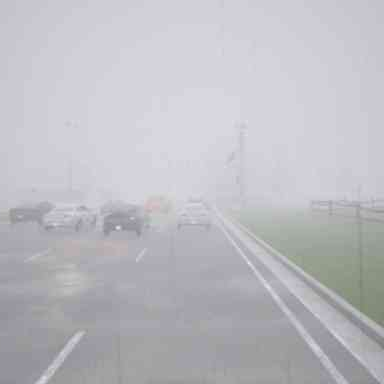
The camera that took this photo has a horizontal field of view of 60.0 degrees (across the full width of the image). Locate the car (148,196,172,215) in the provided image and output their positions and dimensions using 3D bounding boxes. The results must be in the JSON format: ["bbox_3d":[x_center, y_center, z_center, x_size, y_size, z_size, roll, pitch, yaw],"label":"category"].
[{"bbox_3d":[-3.150,1.125,31.517,2.097,1.767,4.553,0,0,3],"label":"car"}]

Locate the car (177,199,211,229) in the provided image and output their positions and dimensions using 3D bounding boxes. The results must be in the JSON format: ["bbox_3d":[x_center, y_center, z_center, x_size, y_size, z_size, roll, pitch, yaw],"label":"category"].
[{"bbox_3d":[0.096,1.381,20.078,1.812,1.442,4.674,0,0,0],"label":"car"}]

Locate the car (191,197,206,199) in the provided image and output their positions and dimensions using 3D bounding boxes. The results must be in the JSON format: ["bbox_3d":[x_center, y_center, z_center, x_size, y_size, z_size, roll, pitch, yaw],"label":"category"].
[{"bbox_3d":[0.745,1.242,34.714,2.128,1.511,4.902,0,0,12],"label":"car"}]

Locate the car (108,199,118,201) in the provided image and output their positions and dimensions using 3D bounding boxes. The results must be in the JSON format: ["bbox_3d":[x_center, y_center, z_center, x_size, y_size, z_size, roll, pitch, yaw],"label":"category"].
[{"bbox_3d":[-6.906,1.347,30.215,1.994,1.385,4.181,0,0,0],"label":"car"}]

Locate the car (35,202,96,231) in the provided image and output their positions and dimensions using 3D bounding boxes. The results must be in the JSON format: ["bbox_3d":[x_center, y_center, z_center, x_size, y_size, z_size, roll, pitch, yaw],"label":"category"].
[{"bbox_3d":[-6.906,1.388,19.185,1.812,1.442,4.674,0,1,0],"label":"car"}]

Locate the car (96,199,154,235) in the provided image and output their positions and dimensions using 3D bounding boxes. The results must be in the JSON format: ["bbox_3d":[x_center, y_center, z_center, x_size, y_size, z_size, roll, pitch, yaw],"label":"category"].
[{"bbox_3d":[-3.410,1.378,17.888,1.837,1.490,4.892,0,1,0],"label":"car"}]

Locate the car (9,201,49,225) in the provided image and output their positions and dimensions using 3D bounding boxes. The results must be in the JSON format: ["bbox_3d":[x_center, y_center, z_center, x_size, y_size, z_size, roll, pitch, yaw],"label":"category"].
[{"bbox_3d":[-10.394,1.316,22.621,1.882,1.535,5.008,0,0,0],"label":"car"}]
